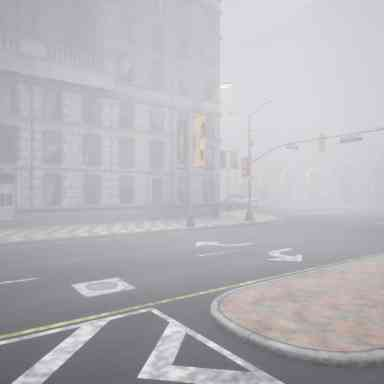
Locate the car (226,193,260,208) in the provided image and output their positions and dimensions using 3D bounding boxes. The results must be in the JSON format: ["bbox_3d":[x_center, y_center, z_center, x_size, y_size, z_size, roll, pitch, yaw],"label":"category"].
[{"bbox_3d":[6.897,1.221,46.378,2.150,2.045,5.566,0,0,-37],"label":"car"}]

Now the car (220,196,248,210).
[{"bbox_3d":[4.725,1.564,43.414,1.994,1.385,4.181,0,0,-36],"label":"car"}]
